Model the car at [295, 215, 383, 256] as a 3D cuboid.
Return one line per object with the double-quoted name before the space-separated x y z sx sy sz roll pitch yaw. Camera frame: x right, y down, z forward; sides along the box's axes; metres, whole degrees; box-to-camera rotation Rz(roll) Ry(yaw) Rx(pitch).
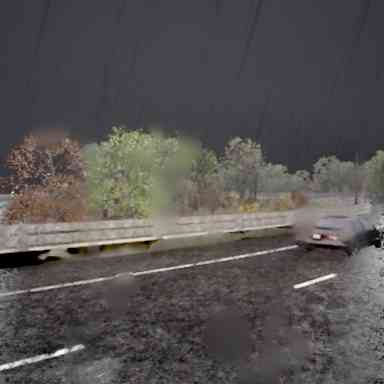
"car" 6.361 1.689 13.834 5.357 1.411 2.033 1 -1 -43
